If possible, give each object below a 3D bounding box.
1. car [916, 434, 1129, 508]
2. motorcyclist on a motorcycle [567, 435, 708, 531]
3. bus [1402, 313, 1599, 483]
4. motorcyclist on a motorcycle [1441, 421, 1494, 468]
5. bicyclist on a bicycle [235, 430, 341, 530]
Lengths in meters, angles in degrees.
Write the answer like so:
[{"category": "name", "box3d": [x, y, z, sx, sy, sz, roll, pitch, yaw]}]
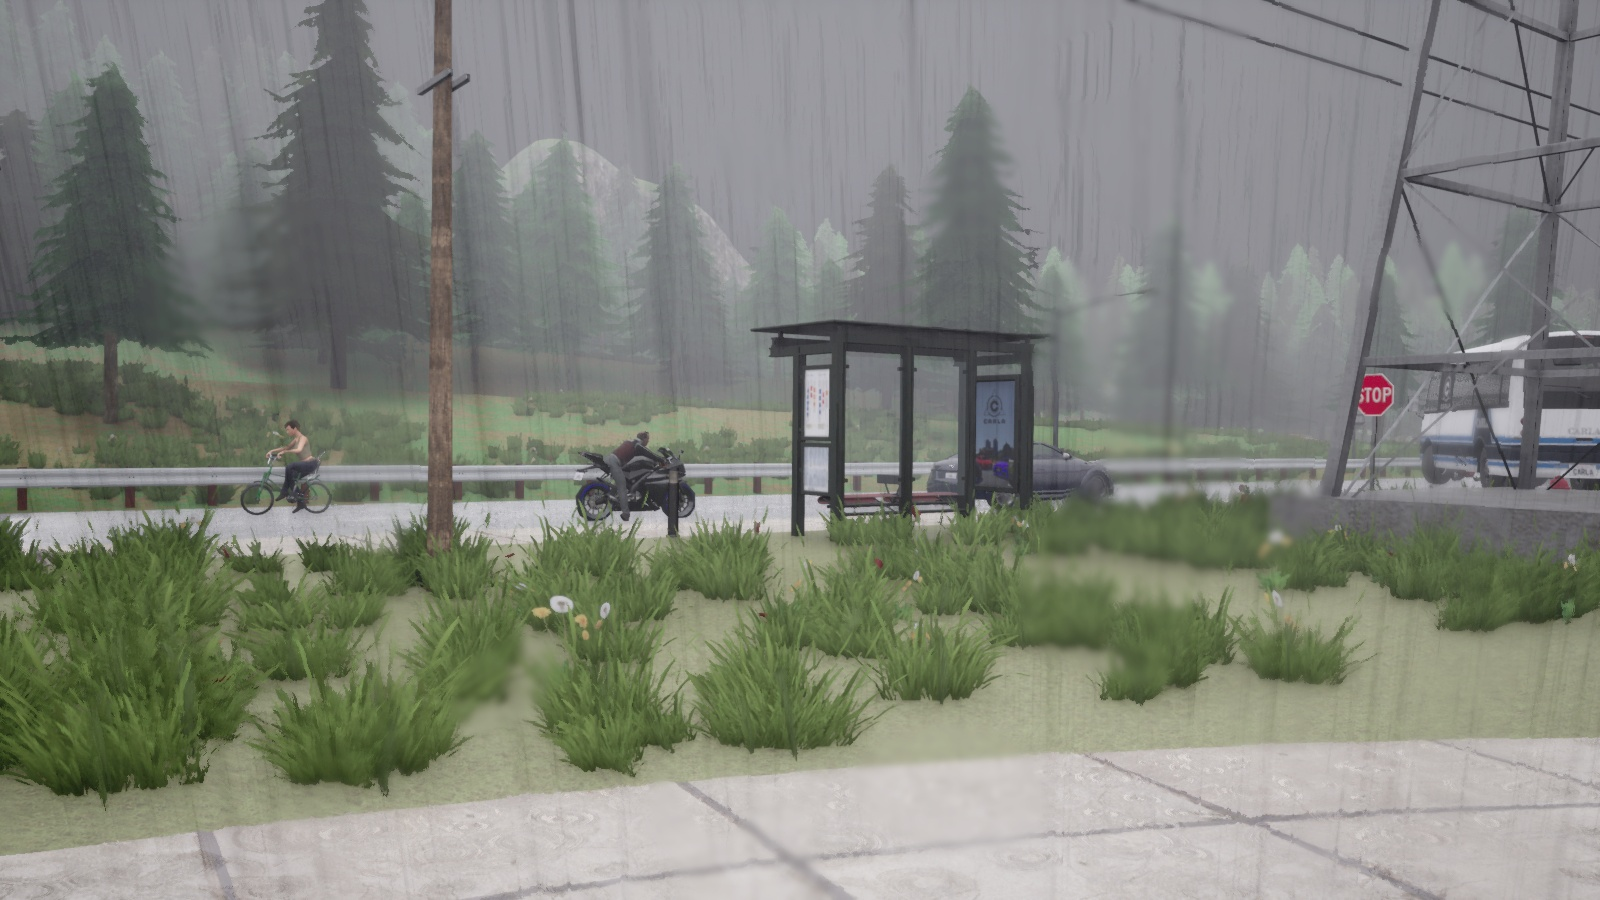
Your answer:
[{"category": "car", "box3d": [4.695, 0.383, 26.325, 4.181, 1.385, 1.994, -1, 1, -34]}, {"category": "motorcyclist on a motorcycle", "box3d": [-2.729, 0.518, 21.208, 2.191, 1.530, 0.866, -1, 1, -35]}, {"category": "bus", "box3d": [20.869, -1.400, 36.621, 3.944, 4.253, 10.273, 0, 1, 14]}, {"category": "motorcyclist on a motorcycle", "box3d": [22.955, -0.199, 43.160, 1.817, 1.590, 0.866, -1, 1, -35]}, {"category": "bicyclist on a bicycle", "box3d": [-8.697, 0.481, 21.338, 1.509, 1.612, 0.866, -1, 1, -34]}]
